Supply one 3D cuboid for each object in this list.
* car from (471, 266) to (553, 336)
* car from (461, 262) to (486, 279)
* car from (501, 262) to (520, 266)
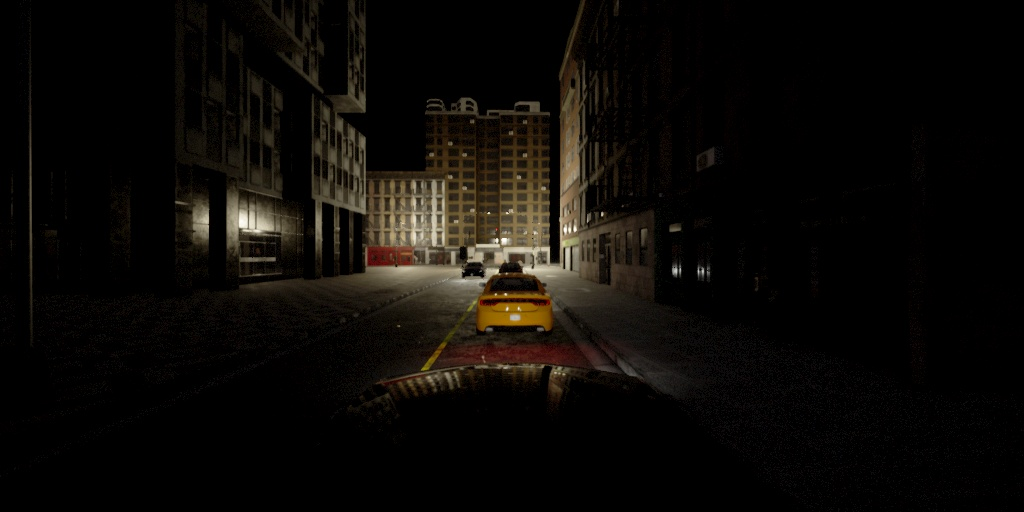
[{"bbox_3d":[0.041,1.223,10.478,1.882,1.535,5.008,0,0,-1],"label":"car"},{"bbox_3d":[-3.323,1.247,31.886,1.812,1.442,4.674,0,0,0],"label":"car"},{"bbox_3d":[-0.096,1.204,28.315,1.882,1.535,5.008,0,0,0],"label":"car"}]
